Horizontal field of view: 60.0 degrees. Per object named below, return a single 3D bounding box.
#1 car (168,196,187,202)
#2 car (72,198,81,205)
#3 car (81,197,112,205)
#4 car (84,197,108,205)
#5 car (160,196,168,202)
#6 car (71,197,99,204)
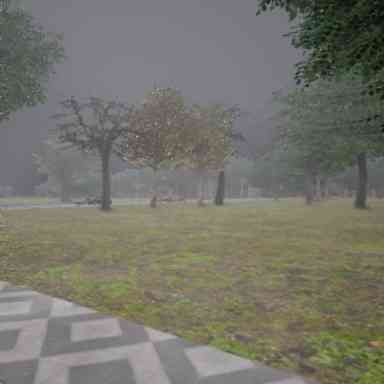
[{"bbox_3d":[-2.907,1.664,76.531,1.994,1.385,4.181,-1,-1,35],"label":"car"},{"bbox_3d":[-18.805,1.659,59.743,1.994,1.385,4.181,-1,-1,35],"label":"car"},{"bbox_3d":[-16.178,1.565,57.832,1.837,1.490,4.892,-1,0,35],"label":"car"},{"bbox_3d":[-18.878,1.691,65.264,1.994,1.385,4.181,-1,-1,36],"label":"car"},{"bbox_3d":[-5.557,1.674,78.413,1.812,1.442,4.674,-1,-1,35],"label":"car"},{"bbox_3d":[-21.541,1.713,67.121,2.033,1.411,5.357,-1,-1,35],"label":"car"}]
